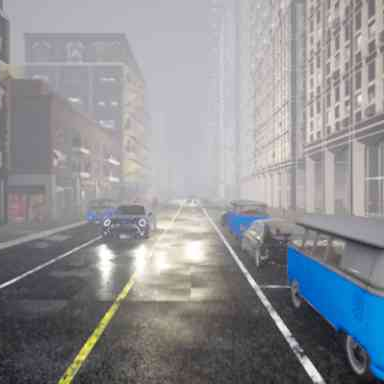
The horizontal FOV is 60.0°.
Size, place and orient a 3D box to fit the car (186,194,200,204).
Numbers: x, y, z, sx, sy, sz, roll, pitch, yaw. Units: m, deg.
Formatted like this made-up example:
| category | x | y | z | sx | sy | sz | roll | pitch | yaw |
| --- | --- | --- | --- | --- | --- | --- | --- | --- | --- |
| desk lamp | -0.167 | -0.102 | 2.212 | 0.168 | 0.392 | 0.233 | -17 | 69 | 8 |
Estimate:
| category | x | y | z | sx | sy | sz | roll | pitch | yaw |
| --- | --- | --- | --- | --- | --- | --- | --- | --- | --- |
| car | -0.028 | 1.512 | 59.811 | 1.895 | 1.301 | 4.718 | 0 | 0 | 0 |

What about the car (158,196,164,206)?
| category | x | y | z | sx | sy | sz | roll | pitch | yaw |
| --- | --- | --- | --- | --- | --- | --- | --- | --- | --- |
| car | -5.713 | 1.490 | 50.359 | 1.947 | 1.339 | 4.313 | 0 | 0 | 0 |

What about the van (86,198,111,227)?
| category | x | y | z | sx | sy | sz | roll | pitch | yaw |
| --- | --- | --- | --- | --- | --- | --- | --- | --- | --- |
| van | -5.700 | 1.305 | 22.115 | 1.690 | 1.788 | 3.998 | 0 | 0 | 0 |

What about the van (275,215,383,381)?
| category | x | y | z | sx | sy | sz | roll | pitch | yaw |
| --- | --- | --- | --- | --- | --- | --- | --- | --- | --- |
| van | 2.689 | 1.330 | 5.173 | 1.690 | 1.788 | 3.998 | 0 | 0 | 0 |

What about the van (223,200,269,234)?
| category | x | y | z | sx | sy | sz | roll | pitch | yaw |
| --- | --- | --- | --- | --- | --- | --- | --- | --- | --- |
| van | 2.684 | 1.311 | 16.471 | 1.690 | 1.788 | 3.998 | 0 | 0 | 0 |

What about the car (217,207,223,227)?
| category | x | y | z | sx | sy | sz | roll | pitch | yaw |
| --- | --- | --- | --- | --- | --- | --- | --- | --- | --- |
| car | 2.680 | 1.526 | 22.120 | 1.947 | 1.339 | 4.313 | 0 | 0 | 0 |

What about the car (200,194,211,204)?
| category | x | y | z | sx | sy | sz | roll | pitch | yaw |
| --- | --- | --- | --- | --- | --- | --- | --- | --- | --- |
| car | 2.661 | 1.490 | 61.660 | 1.802 | 1.307 | 4.206 | 0 | 0 | 0 |

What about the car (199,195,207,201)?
| category | x | y | z | sx | sy | sz | roll | pitch | yaw |
| --- | --- | --- | --- | --- | --- | --- | --- | --- | --- |
| car | 2.653 | 1.477 | 78.606 | 1.802 | 1.307 | 4.206 | 0 | 0 | 0 |

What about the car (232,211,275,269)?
| category | x | y | z | sx | sy | sz | roll | pitch | yaw |
| --- | --- | --- | --- | --- | --- | --- | --- | --- | --- |
| car | 2.686 | 1.530 | 10.822 | 2.008 | 1.369 | 4.403 | 0 | 0 | 0 |

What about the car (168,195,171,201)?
| category | x | y | z | sx | sy | sz | roll | pitch | yaw |
| --- | --- | --- | --- | --- | --- | --- | --- | --- | --- |
| car | -5.722 | 1.432 | 67.134 | 1.752 | 1.417 | 4.829 | 0 | 0 | 0 |

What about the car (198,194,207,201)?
| category | x | y | z | sx | sy | sz | roll | pitch | yaw |
| --- | --- | --- | --- | --- | --- | --- | --- | --- | --- |
| car | 2.650 | 1.332 | 84.253 | 1.967 | 1.590 | 4.097 | 0 | 0 | 0 |

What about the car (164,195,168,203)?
| category | x | y | z | sx | sy | sz | roll | pitch | yaw |
| --- | --- | --- | --- | --- | --- | --- | --- | --- | --- |
| car | -5.716 | 1.469 | 56.007 | 2.008 | 1.369 | 4.403 | 0 | 0 | 0 |

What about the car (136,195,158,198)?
| category | x | y | z | sx | sy | sz | roll | pitch | yaw |
| --- | --- | --- | --- | --- | --- | --- | --- | --- | --- |
| car | -5.708 | 1.254 | 39.061 | 2.192 | 1.841 | 5.009 | 0 | 0 | 0 |

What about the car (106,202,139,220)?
| category | x | y | z | sx | sy | sz | roll | pitch | yaw |
| --- | --- | --- | --- | --- | --- | --- | --- | --- | --- |
| car | -5.703 | 1.537 | 27.764 | 1.802 | 1.307 | 4.206 | 0 | 0 | 0 |

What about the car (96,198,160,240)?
| category | x | y | z | sx | sy | sz | roll | pitch | yaw |
| --- | --- | --- | --- | --- | --- | --- | --- | --- | --- |
| car | -3.008 | 1.364 | 16.778 | 2.097 | 1.767 | 4.553 | 0 | 0 | 0 |

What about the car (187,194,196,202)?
| category | x | y | z | sx | sy | sz | roll | pitch | yaw |
| --- | --- | --- | --- | --- | --- | --- | --- | --- | --- |
| car | -0.032 | 1.235 | 69.783 | 1.837 | 1.490 | 4.892 | 0 | 0 | 0 |

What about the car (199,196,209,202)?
| category | x | y | z | sx | sy | sz | roll | pitch | yaw |
| --- | --- | --- | --- | --- | --- | --- | --- | --- | --- |
| car | 2.656 | 1.465 | 72.956 | 1.947 | 1.339 | 4.313 | 0 | 0 | 0 |
